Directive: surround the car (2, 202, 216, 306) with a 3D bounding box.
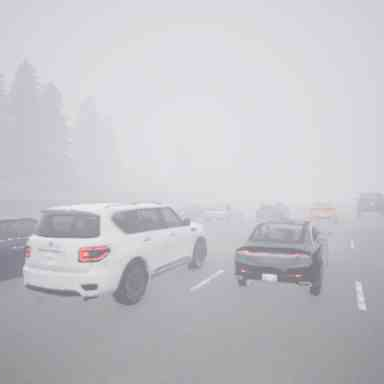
[{"bbox_3d":[-1.459,1.266,8.491,2.150,2.045,5.566,-1,0,24],"label":"car"}]

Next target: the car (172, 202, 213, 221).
[{"bbox_3d":[0.108,1.635,28.820,1.994,1.385,4.181,-1,0,24],"label":"car"}]

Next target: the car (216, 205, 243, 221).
[{"bbox_3d":[2.480,1.627,25.580,1.895,1.301,4.718,-1,0,24],"label":"car"}]

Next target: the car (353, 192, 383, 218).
[{"bbox_3d":[15.298,1.057,28.557,2.150,2.045,5.566,-1,0,25],"label":"car"}]

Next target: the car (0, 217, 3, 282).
[{"bbox_3d":[-4.986,1.453,9.182,2.097,1.767,4.553,-1,0,24],"label":"car"}]

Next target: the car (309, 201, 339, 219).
[{"bbox_3d":[10.072,1.385,25.369,1.882,1.535,5.008,-1,0,24],"label":"car"}]

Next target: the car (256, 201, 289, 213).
[{"bbox_3d":[6.177,1.459,25.258,2.128,1.511,4.902,-1,0,24],"label":"car"}]

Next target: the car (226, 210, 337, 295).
[{"bbox_3d":[2.535,1.474,8.811,2.128,1.511,4.902,-1,0,24],"label":"car"}]
